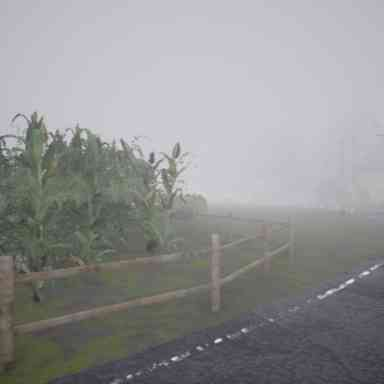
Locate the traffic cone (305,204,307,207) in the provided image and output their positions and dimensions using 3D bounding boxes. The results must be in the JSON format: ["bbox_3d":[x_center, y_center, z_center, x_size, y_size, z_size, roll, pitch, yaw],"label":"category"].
[{"bbox_3d":[18.067,2.038,52.653,0.340,0.580,0.340,0,0,-10],"label":"traffic cone"}]

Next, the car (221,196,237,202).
[{"bbox_3d":[8.807,1.659,79.746,1.812,1.442,4.674,0,0,-29],"label":"car"}]
